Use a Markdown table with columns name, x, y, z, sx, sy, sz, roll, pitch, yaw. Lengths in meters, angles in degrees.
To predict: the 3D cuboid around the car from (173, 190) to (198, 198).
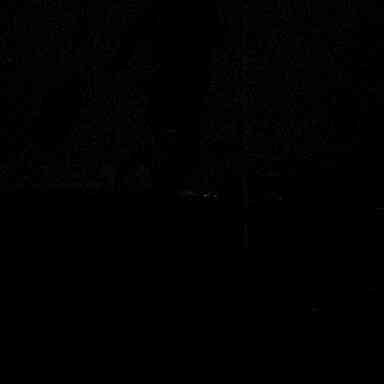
| name | x | y | z | sx | sy | sz | roll | pitch | yaw |
| --- | --- | --- | --- | --- | --- | --- | --- | --- | --- |
| car | -0.901 | 0.388 | 62.465 | 1.882 | 1.535 | 5.008 | 0 | 1 | -36 |

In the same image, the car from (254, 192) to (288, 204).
| name | x | y | z | sx | sy | sz | roll | pitch | yaw |
| --- | --- | --- | --- | --- | --- | --- | --- | --- | --- |
| car | 10.846 | 0.734 | 45.939 | 1.882 | 1.535 | 5.008 | 0 | 1 | -36 |

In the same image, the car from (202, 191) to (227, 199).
| name | x | y | z | sx | sy | sz | roll | pitch | yaw |
| --- | --- | --- | --- | --- | --- | --- | --- | --- | --- |
| car | 4.082 | 0.540 | 60.323 | 2.033 | 1.411 | 5.357 | 0 | 1 | -35 |

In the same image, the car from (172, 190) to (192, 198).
| name | x | y | z | sx | sy | sz | roll | pitch | yaw |
| --- | --- | --- | --- | --- | --- | --- | --- | --- | --- |
| car | -2.134 | 0.381 | 68.901 | 1.994 | 1.385 | 4.181 | 0 | 1 | -36 |
